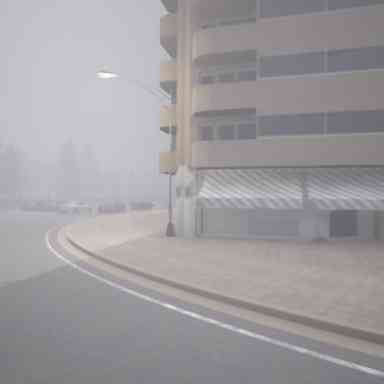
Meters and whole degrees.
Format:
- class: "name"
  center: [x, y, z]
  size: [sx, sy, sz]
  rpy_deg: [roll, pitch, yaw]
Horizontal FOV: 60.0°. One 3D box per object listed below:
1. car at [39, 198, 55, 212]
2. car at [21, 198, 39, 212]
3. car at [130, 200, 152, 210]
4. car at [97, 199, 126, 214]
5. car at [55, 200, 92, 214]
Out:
- class: "car"
  center: [-16.697, 1.765, 42.326]
  size: [1.837, 1.490, 4.892]
  rpy_deg: [0, -1, 15]
- class: "car"
  center: [-20.038, 1.590, 43.376]
  size: [2.097, 1.767, 4.553]
  rpy_deg: [0, 0, 15]
- class: "car"
  center: [-7.572, 1.870, 49.435]
  size: [1.882, 1.535, 5.008]
  rpy_deg: [0, -1, 15]
- class: "car"
  center: [-9.869, 1.860, 40.752]
  size: [1.994, 1.385, 4.181]
  rpy_deg: [0, -1, 15]
- class: "car"
  center: [-13.758, 1.781, 39.639]
  size: [1.812, 1.442, 4.674]
  rpy_deg: [0, -1, 15]
